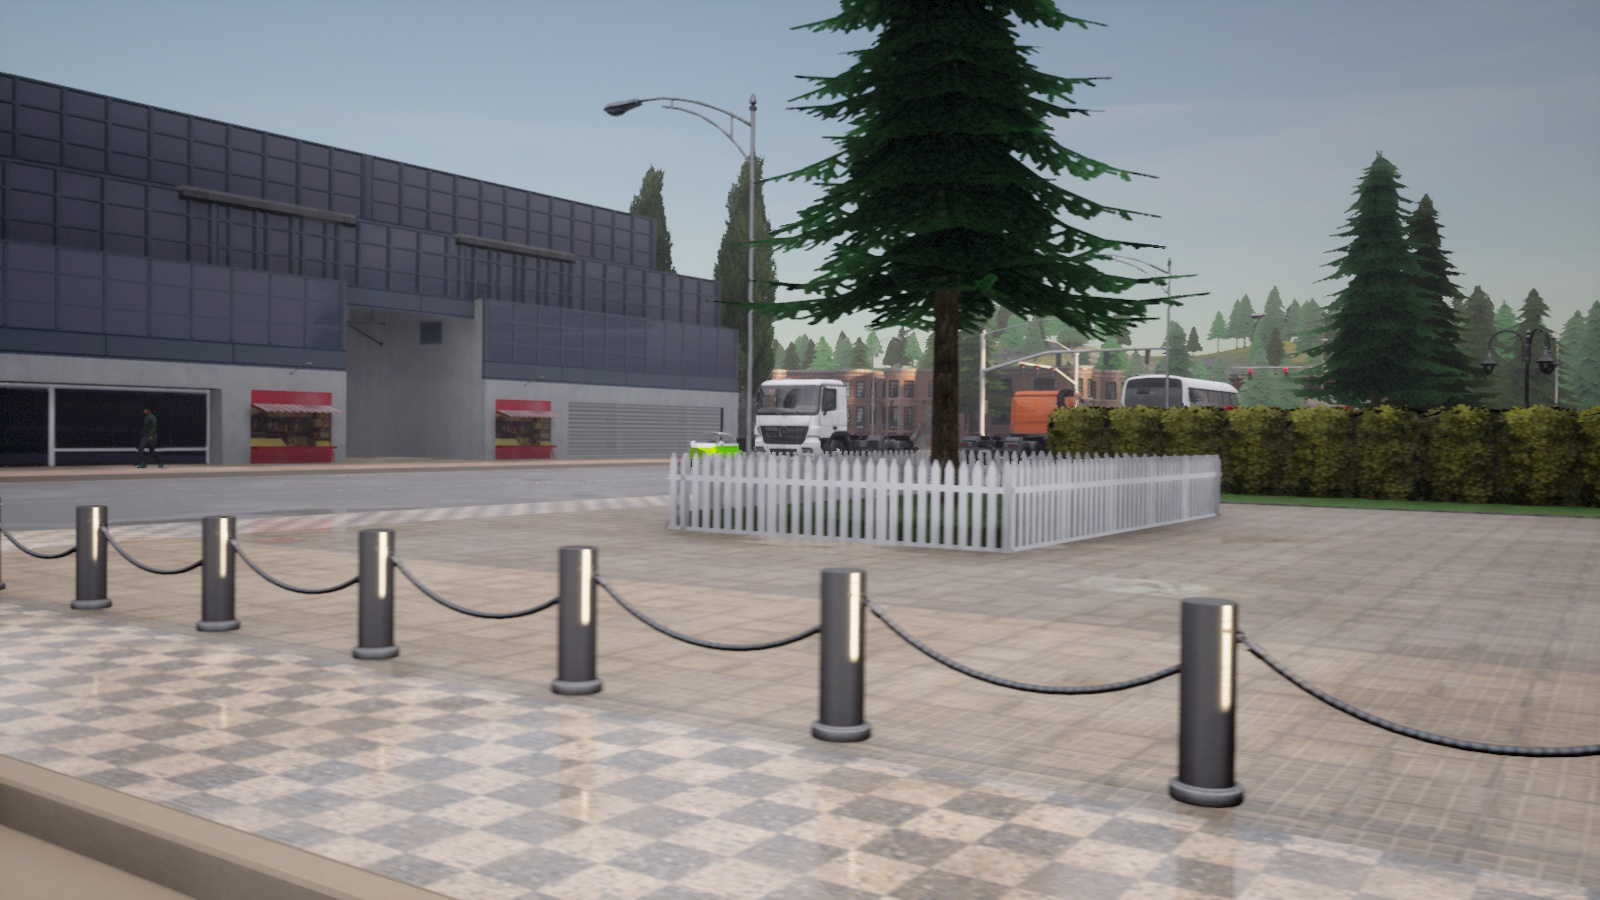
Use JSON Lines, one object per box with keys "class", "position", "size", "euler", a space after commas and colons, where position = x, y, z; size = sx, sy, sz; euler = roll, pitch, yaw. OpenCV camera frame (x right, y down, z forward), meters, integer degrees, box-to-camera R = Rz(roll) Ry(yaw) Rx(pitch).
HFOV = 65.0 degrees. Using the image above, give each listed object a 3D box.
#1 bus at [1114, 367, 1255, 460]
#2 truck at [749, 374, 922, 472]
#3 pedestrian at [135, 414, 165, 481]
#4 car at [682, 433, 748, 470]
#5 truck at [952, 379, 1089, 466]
{"class": "bus", "position": [19.355, -1.753, 62.640], "size": [3.944, 4.253, 10.273], "euler": [0, 1, 34]}
{"class": "truck", "position": [1.557, -1.035, 48.613], "size": [2.891, 3.462, 7.936], "euler": [0, 1, 34]}
{"class": "pedestrian", "position": [-18.127, -0.068, 35.013], "size": [0.353, 1.847, 0.614], "euler": [0, 1, 32]}
{"class": "car", "position": [-3.221, 0.041, 47.770], "size": [1.481, 1.376, 2.207], "euler": [0, 1, 34]}
{"class": "truck", "position": [9.699, -1.175, 54.499], "size": [2.891, 3.462, 7.936], "euler": [0, 1, 34]}
